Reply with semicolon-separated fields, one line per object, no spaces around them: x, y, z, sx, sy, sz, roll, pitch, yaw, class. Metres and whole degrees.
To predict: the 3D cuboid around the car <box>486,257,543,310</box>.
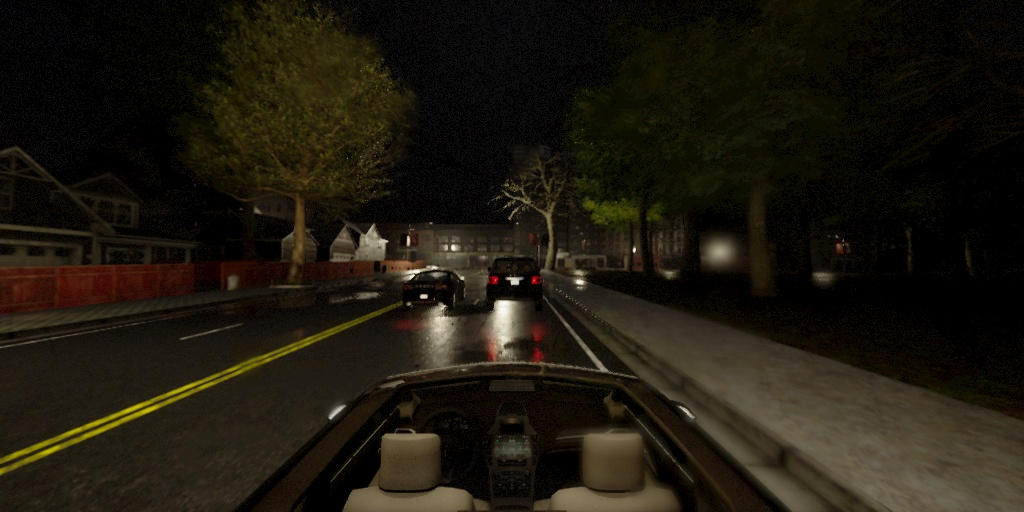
0.101;1.054;15.390;2.150;2.045;5.566;0;0;0;car

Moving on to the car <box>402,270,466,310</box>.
-3.148;1.310;15.287;1.882;1.535;5.008;0;0;0;car
